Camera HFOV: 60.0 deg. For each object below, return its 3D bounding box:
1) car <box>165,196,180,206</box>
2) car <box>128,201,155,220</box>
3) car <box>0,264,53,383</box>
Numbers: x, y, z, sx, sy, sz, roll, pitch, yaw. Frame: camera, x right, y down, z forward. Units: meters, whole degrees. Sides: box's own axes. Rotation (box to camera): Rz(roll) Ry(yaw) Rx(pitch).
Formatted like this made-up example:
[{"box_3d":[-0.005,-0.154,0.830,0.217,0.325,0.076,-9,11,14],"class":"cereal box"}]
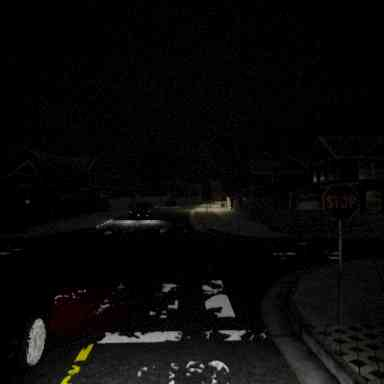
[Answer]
[{"box_3d":[-3.183,1.464,54.644,1.837,1.490,4.892,0,0,7],"class":"car"},{"box_3d":[-4.271,1.549,28.545,1.837,1.490,4.892,0,0,-1],"class":"car"},{"box_3d":[-2.862,1.477,2.762,1.882,1.535,5.008,0,0,-2],"class":"car"}]
